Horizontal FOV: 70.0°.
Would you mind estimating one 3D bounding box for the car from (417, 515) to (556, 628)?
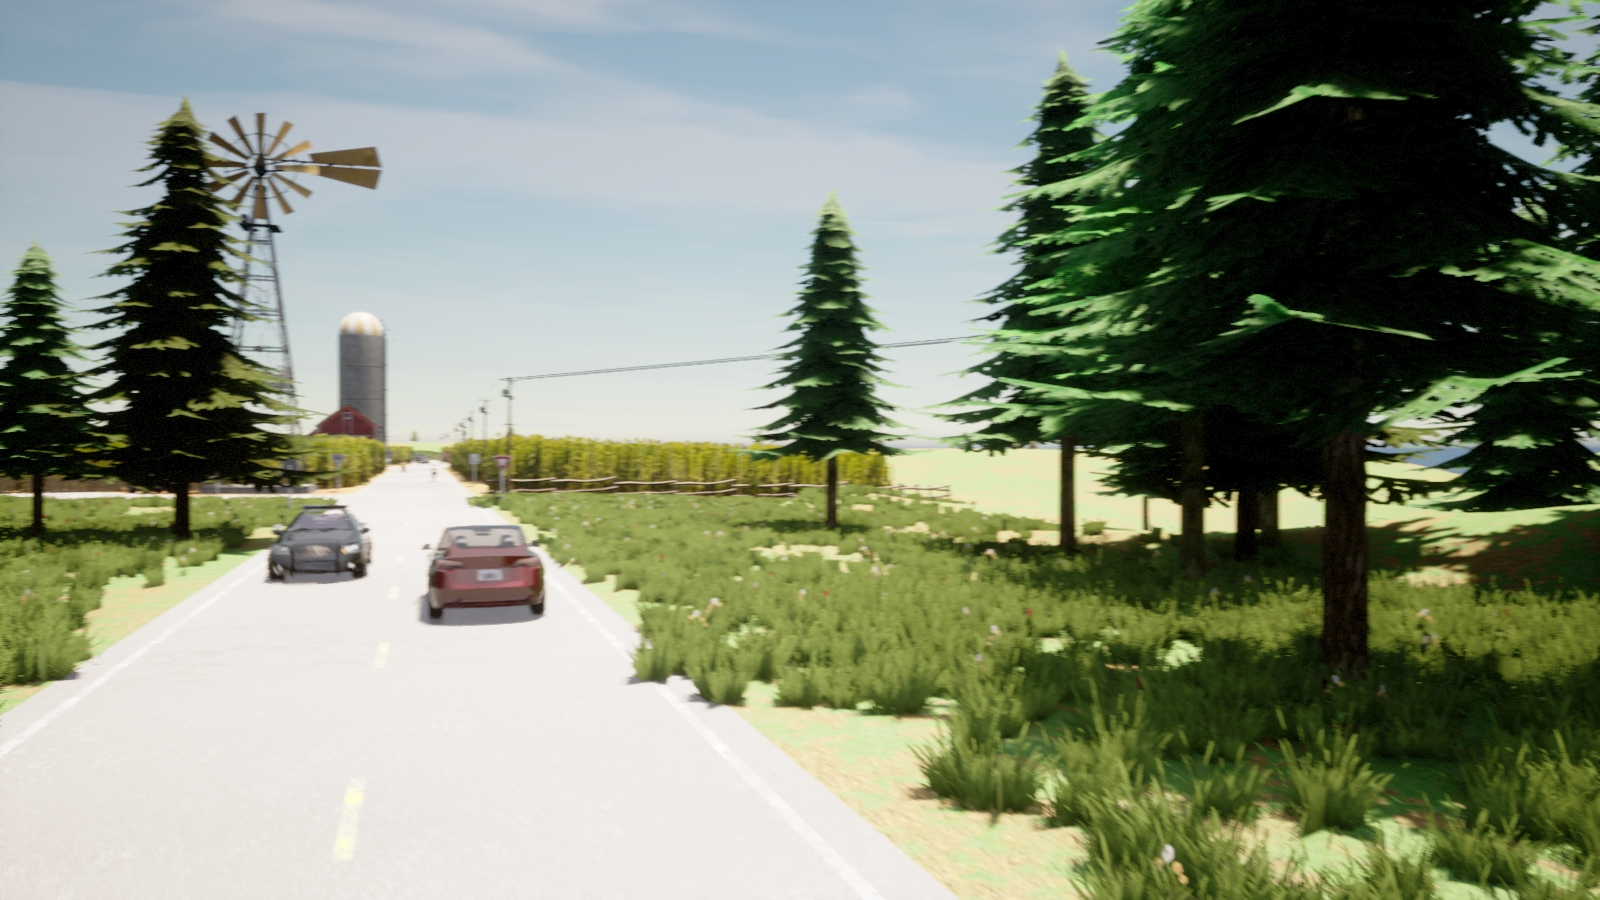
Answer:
[{"bbox_3d":[-5.774,2.073,20.717,2.163,1.488,4.792,0,0,-18],"label":"car"}]

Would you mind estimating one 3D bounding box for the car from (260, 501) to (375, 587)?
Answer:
[{"bbox_3d":[-10.955,2.057,26.255,2.038,1.542,4.974,0,0,-18],"label":"car"}]
